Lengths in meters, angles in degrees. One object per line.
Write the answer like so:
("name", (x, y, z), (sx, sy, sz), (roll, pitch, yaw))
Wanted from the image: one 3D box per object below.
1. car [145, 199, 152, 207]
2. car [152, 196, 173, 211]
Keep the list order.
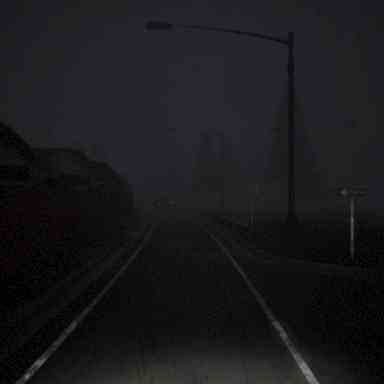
("car", (-7.608, 2.015, 62.018), (1.812, 1.442, 4.674), (0, 0, -16))
("car", (-3.930, 1.581, 45.973), (2.150, 2.045, 5.566), (0, -1, -10))
